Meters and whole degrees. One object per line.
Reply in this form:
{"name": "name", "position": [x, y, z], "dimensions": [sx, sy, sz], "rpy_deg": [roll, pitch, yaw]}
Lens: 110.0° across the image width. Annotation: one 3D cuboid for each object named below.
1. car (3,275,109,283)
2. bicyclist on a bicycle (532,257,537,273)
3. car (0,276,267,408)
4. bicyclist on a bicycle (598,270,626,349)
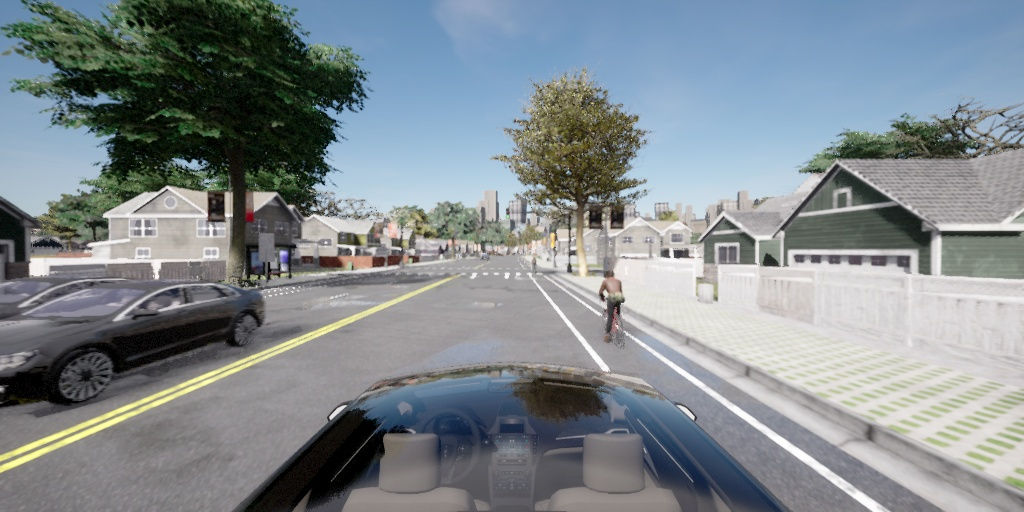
{"name": "car", "position": [-9.851, 1.194, 7.641], "dimensions": [2.128, 1.511, 4.902], "rpy_deg": [0, 0, 0]}
{"name": "bicyclist on a bicycle", "position": [2.243, 0.921, 36.073], "dimensions": [0.582, 1.620, 1.656], "rpy_deg": [0, 0, 0]}
{"name": "car", "position": [-6.601, 1.204, 6.286], "dimensions": [2.128, 1.511, 4.902], "rpy_deg": [0, 0, 0]}
{"name": "bicyclist on a bicycle", "position": [2.248, 1.151, 8.076], "dimensions": [0.582, 1.620, 1.656], "rpy_deg": [0, 0, 0]}
